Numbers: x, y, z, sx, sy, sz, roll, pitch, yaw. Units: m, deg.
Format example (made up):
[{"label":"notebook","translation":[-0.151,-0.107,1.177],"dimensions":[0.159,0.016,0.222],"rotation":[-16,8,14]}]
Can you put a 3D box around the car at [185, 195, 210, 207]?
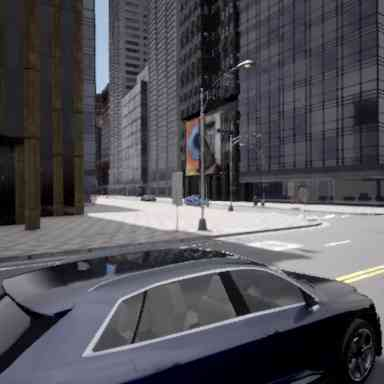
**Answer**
[{"label":"car","translation":[0.700,1.232,45.507],"dimensions":[1.882,1.535,5.008],"rotation":[0,0,-26]}]

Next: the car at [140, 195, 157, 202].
[{"label":"car","translation":[-8.546,1.257,64.791],"dimensions":[2.033,1.411,5.357],"rotation":[0,0,-26]}]

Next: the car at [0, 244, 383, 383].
[{"label":"car","translation":[0.145,1.414,3.664],"dimensions":[4.856,1.649,2.033],"rotation":[-1,0,-35]}]
